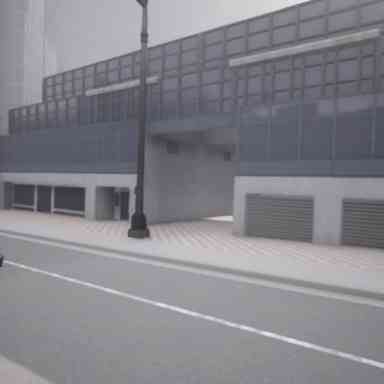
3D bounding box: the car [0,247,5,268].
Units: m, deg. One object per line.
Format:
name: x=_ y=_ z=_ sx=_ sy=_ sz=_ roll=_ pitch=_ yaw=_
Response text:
car: x=-7.135 y=1.400 z=9.018 sx=5.357 sy=1.411 sz=2.033 roll=1 pitch=1 yaw=36
